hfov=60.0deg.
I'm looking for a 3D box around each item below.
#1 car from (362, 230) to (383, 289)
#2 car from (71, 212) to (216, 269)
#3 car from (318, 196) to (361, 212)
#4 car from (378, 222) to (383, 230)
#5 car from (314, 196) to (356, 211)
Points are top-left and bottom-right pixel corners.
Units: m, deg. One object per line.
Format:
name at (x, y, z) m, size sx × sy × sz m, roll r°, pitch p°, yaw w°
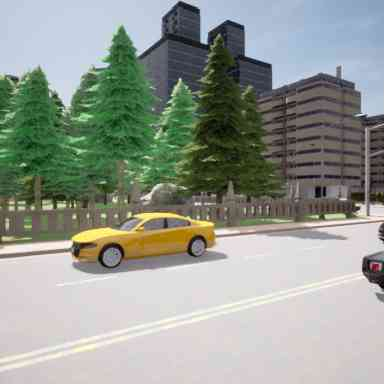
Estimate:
car at (6.082, 1.604, 7.811) m, size 4.718 × 1.301 × 1.895 m, roll 0°, pitch 0°, yaw -35°
car at (-1.503, 1.479, 11.377) m, size 5.008 × 1.535 × 1.882 m, roll 0°, pitch 0°, yaw -33°
car at (16.842, 1.489, 38.305) m, size 1.882 × 1.535 × 5.008 m, roll 0°, pitch 1°, yaw -34°
car at (10.340, 1.512, 14.997) m, size 4.892 × 1.490 × 1.837 m, roll 1°, pitch 0°, yaw -33°
car at (18.211, 1.364, 42.579) m, size 2.097 × 1.767 × 4.553 m, roll 0°, pitch 0°, yaw -33°
